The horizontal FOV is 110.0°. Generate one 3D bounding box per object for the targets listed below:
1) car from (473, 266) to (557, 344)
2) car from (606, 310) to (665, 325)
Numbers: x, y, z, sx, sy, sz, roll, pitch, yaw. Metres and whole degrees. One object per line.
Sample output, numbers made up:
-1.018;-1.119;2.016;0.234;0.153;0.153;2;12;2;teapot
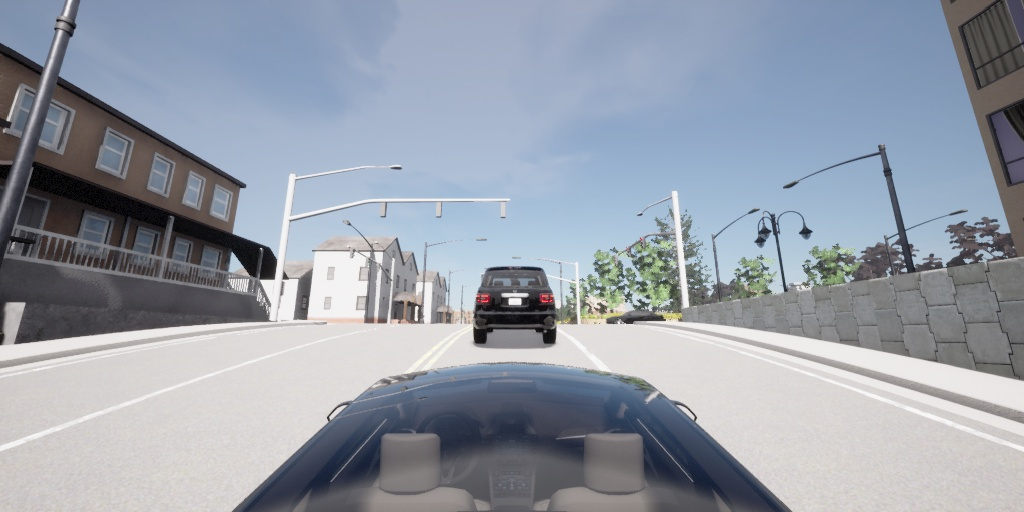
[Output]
0.080;1.502;11.187;2.150;2.045;5.566;0;-7;0;car
10.866;5.595;31.756;5.008;1.535;1.882;0;-12;1;car
